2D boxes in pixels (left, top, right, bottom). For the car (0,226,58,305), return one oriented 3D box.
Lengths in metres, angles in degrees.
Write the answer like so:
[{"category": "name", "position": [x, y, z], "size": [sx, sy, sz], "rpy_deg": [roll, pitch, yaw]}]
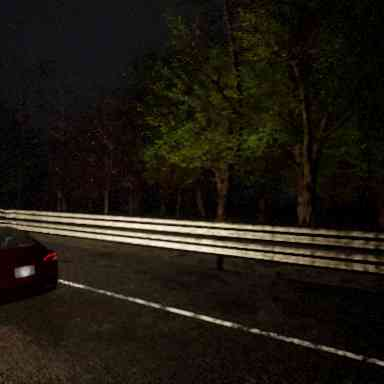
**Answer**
[{"category": "car", "position": [-4.984, 1.498, 7.433], "size": [4.792, 1.488, 2.163], "rpy_deg": [0, 0, 35]}]
